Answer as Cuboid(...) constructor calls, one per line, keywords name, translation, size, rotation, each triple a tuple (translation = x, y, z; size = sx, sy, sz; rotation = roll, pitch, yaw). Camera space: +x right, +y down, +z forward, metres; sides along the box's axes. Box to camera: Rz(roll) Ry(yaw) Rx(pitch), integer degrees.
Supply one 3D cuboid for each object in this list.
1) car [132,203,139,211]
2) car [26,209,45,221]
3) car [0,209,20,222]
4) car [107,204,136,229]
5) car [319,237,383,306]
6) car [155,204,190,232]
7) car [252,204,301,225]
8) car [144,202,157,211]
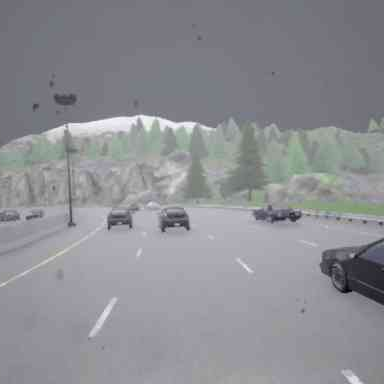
Cuboid(name="car", translation=(-10.588, 2.603, 57.777), size=(2.128, 1.511, 4.902), rotation=(-2, -1, -23))
Cuboid(name="car", translation=(-21.282, 3.110, 45.471), size=(2.033, 1.411, 5.357), rotation=(-3, -1, -17))
Cuboid(name="car", translation=(-25.144, 3.122, 45.812), size=(2.097, 1.767, 4.553), rotation=(-3, -1, -19))
Cuboid(name="car", translation=(-5.649, 2.059, 26.528), size=(1.837, 1.490, 4.892), rotation=(-3, 0, -9))
Cuboid(name="car", translation=(4.108, 1.382, 5.508), size=(2.033, 1.411, 5.357), rotation=(-3, -1, -4))
Cuboid(name="car", translation=(-1.313, 1.792, 22.804), size=(1.837, 1.490, 4.892), rotation=(-2, -1, -9))
Cuboid(name="car", translation=(5.851, 1.516, 23.689), size=(1.895, 1.301, 4.718), rotation=(-3, -1, -9))
Cuboid(name="car", translation=(-7.004, 2.451, 58.162), size=(1.812, 1.442, 4.674), rotation=(-2, -1, -22))
